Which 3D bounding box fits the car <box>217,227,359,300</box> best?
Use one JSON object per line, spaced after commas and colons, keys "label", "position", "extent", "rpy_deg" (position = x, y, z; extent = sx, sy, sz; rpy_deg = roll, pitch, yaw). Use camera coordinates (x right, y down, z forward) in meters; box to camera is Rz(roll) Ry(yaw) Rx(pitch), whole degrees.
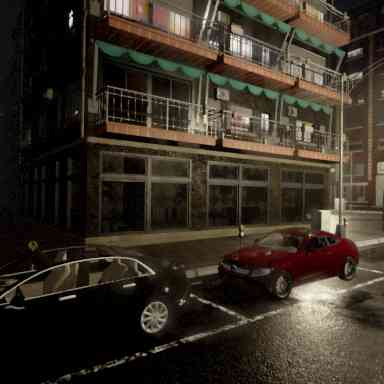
{"label": "car", "position": [2.567, 1.584, 8.345], "extent": [4.206, 1.307, 1.802], "rpy_deg": [0, 1, -36]}

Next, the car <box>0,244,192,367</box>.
{"label": "car", "position": [-2.057, 1.551, 5.036], "extent": [4.403, 1.369, 2.008], "rpy_deg": [0, 1, -36]}
